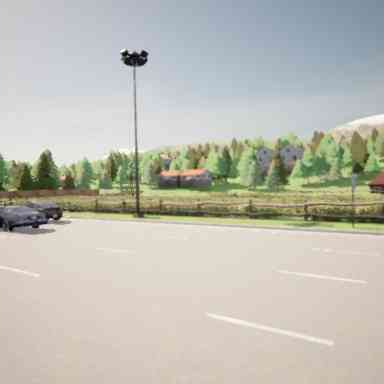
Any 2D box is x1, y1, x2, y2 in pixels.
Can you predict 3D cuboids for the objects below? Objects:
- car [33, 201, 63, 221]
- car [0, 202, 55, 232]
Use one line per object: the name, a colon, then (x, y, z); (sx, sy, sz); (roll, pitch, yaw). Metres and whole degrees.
car: (-11.612, 1.444, 24.704); (4.892, 1.490, 1.837); (0, 1, 34)
car: (-10.896, 1.528, 19.973); (5.357, 1.411, 2.033); (-1, 1, 34)
